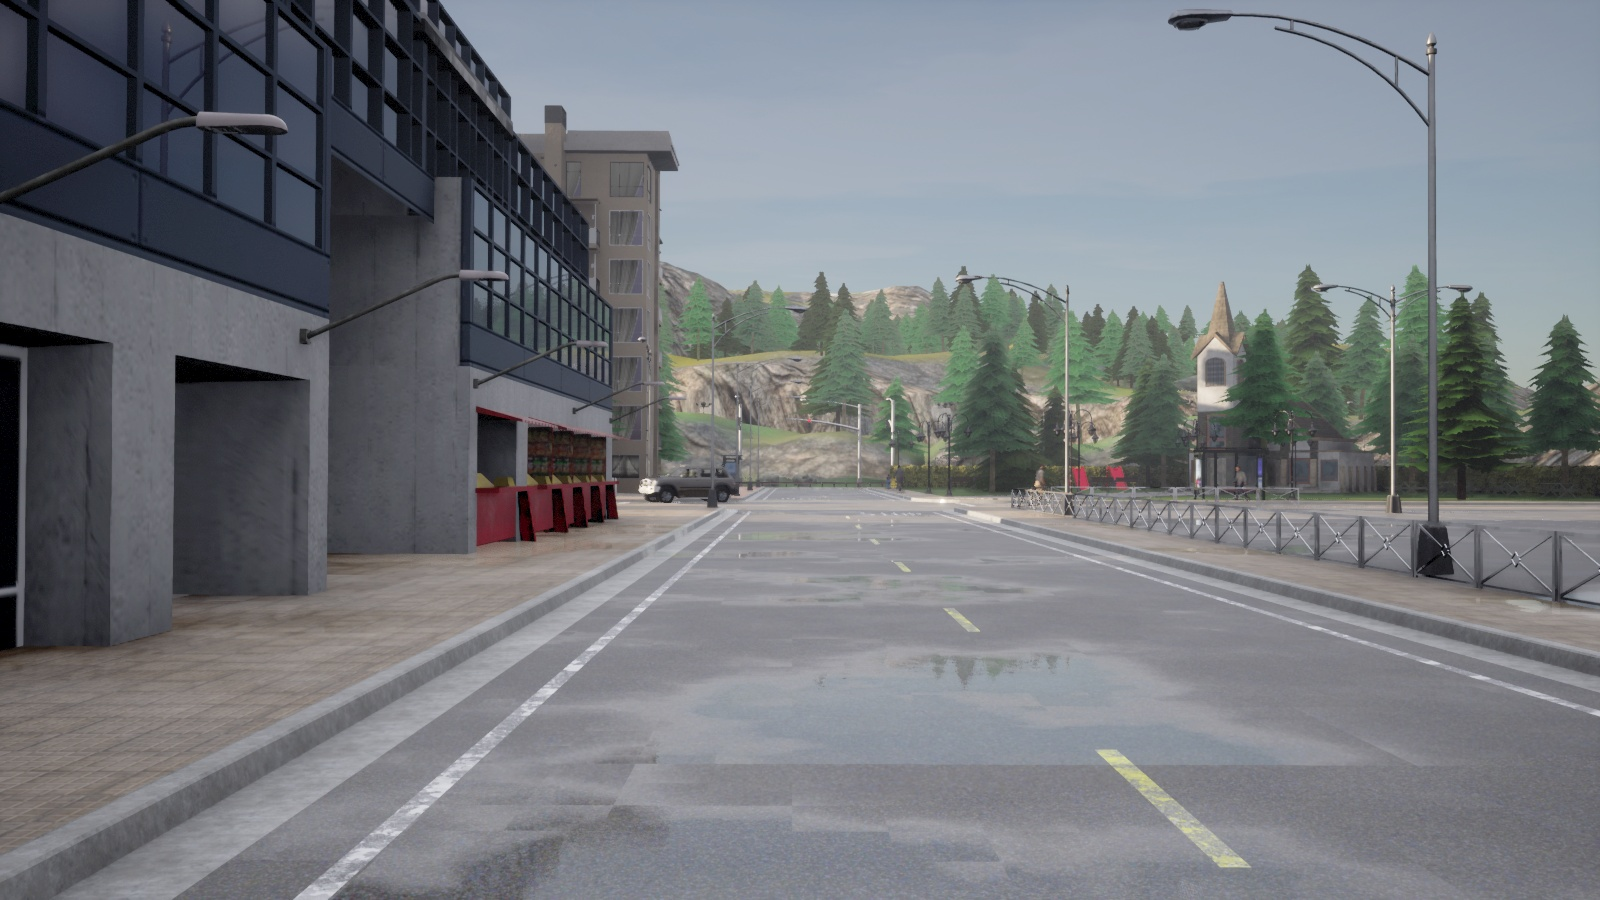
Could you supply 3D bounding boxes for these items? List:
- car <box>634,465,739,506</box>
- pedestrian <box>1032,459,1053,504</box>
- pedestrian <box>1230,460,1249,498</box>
[{"bbox_3d":[-5.445,1.669,60.322,4.605,1.855,1.932,0,0,-28],"label":"car"},{"bbox_3d":[10.143,1.325,52.531,0.694,1.848,0.540,0,-1,-7],"label":"pedestrian"},{"bbox_3d":[22.176,1.457,63.302,0.788,1.949,0.423,0,-1,-3],"label":"pedestrian"}]
